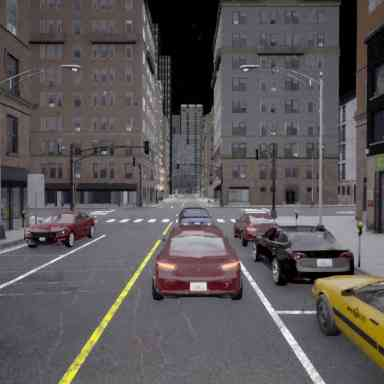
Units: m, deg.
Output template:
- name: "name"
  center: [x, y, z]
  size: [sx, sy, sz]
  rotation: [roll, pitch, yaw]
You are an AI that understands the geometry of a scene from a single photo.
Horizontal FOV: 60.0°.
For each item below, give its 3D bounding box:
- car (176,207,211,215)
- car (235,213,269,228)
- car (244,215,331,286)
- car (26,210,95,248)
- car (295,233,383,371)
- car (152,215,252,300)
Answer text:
- name: "car"
  center: [0.136, 1.542, 18.253]
  size: [2.033, 1.411, 5.357]
  rotation: [0, 0, -3]
- name: "car"
  center: [2.869, 1.577, 14.850]
  size: [1.802, 1.307, 4.206]
  rotation: [-1, 0, 0]
- name: "car"
  center: [2.868, 1.563, 9.264]
  size: [1.947, 1.339, 4.313]
  rotation: [-1, 0, 0]
- name: "car"
  center: [-5.676, 1.540, 14.849]
  size: [1.887, 1.381, 4.507]
  rotation: [-1, 0, 0]
- name: "car"
  center: [2.866, 1.524, 3.848]
  size: [1.752, 1.417, 4.829]
  rotation: [-1, 0, 0]
- name: "car"
  center: [0.100, 1.523, 8.233]
  size: [1.812, 1.442, 4.674]
  rotation: [0, 0, 0]
